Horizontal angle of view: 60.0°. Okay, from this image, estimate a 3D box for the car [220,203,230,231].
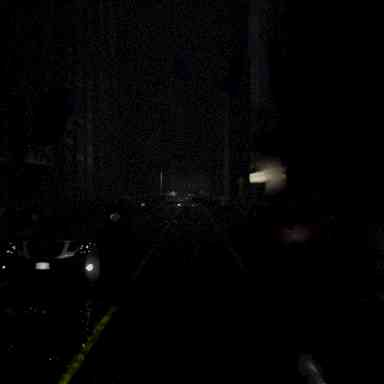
[{"bbox_3d":[2.764,1.456,16.729,2.008,1.369,4.403,0,0,0],"label":"car"}]

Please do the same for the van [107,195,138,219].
[{"bbox_3d":[-5.760,1.186,28.004,1.690,1.788,3.998,0,0,0],"label":"van"}]

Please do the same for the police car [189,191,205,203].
[{"bbox_3d":[0.857,1.117,58.697,1.930,1.638,5.238,0,0,-1],"label":"police car"}]

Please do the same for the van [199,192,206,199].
[{"bbox_3d":[2.781,0.878,90.054,1.690,1.788,3.998,0,0,0],"label":"van"}]

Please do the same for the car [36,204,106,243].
[{"bbox_3d":[-5.762,1.431,16.554,1.752,1.417,4.829,0,0,0],"label":"car"}]

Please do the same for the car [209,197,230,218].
[{"bbox_3d":[2.766,1.396,28.010,2.008,1.369,4.403,0,0,0],"label":"car"}]

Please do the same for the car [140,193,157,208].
[{"bbox_3d":[-5.757,1.102,39.285,2.192,1.841,5.009,0,0,0],"label":"car"}]

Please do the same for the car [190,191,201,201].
[{"bbox_3d":[0.719,0.835,74.603,2.150,2.045,5.566,0,0,-1],"label":"car"}]

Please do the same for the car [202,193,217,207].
[{"bbox_3d":[2.770,1.200,44.930,1.967,1.590,4.097,0,0,0],"label":"car"}]

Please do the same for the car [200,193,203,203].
[{"bbox_3d":[2.773,1.270,56.212,1.947,1.339,4.313,0,0,0],"label":"car"}]

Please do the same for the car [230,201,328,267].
[{"bbox_3d":[2.761,1.251,11.087,2.192,1.841,5.009,0,0,0],"label":"car"}]

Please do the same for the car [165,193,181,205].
[{"bbox_3d":[-3.066,1.255,51.109,1.812,1.442,4.674,0,0,0],"label":"car"}]

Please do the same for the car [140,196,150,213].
[{"bbox_3d":[-5.758,1.366,33.646,2.008,1.369,4.403,0,0,0],"label":"car"}]

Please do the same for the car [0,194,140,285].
[{"bbox_3d":[-3.099,1.165,9.662,2.150,2.045,5.566,0,0,0],"label":"car"}]

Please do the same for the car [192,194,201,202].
[{"bbox_3d":[0.917,1.169,68.597,1.812,1.442,4.674,0,0,0],"label":"car"}]

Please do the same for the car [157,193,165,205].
[{"bbox_3d":[-5.755,1.047,50.567,2.192,1.841,5.009,0,0,0],"label":"car"}]

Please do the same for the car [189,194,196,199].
[{"bbox_3d":[0.022,1.113,91.744,1.895,1.301,4.718,0,0,0],"label":"car"}]

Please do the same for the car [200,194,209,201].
[{"bbox_3d":[2.777,1.166,73.133,1.887,1.381,4.507,0,0,0],"label":"car"}]
